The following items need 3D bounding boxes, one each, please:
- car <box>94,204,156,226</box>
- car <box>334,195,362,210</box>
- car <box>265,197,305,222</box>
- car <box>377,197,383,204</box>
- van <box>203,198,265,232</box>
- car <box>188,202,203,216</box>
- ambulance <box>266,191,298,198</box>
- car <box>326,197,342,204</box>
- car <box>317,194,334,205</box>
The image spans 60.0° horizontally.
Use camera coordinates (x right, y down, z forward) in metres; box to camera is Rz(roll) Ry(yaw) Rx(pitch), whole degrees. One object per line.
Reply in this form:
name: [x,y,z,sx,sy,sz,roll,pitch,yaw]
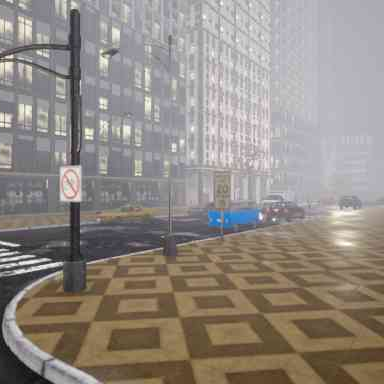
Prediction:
car: [-4.733,1.540,23.969,1.752,1.417,4.829,0,0,38]
car: [21.218,1.368,44.490,2.192,1.841,5.009,0,0,38]
car: [7.623,1.472,26.870,1.967,1.590,4.097,0,0,38]
car: [38.211,1.658,66.514,1.947,1.339,4.313,0,0,38]
van: [2.652,1.368,20.247,1.690,1.788,3.998,0,0,38]
car: [1.384,1.604,31.685,1.802,1.307,4.206,0,0,38]
ambulance: [10.254,1.063,38.979,2.351,2.431,6.366,0,0,38]
car: [28.575,1.624,66.924,2.008,1.369,4.403,0,0,38]
car: [25.176,1.381,62.520,2.192,1.841,5.009,0,0,38]
